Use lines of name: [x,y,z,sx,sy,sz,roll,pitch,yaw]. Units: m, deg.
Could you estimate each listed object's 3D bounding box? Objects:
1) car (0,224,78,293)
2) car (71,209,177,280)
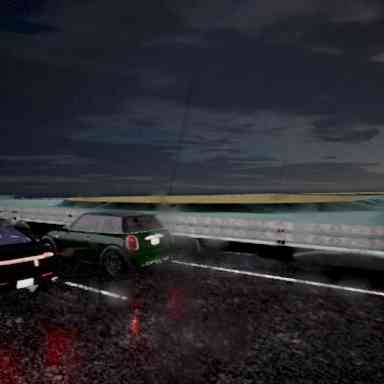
car: [-5.095,1.497,7.648,4.902,1.511,2.128,0,0,36]
car: [-2.726,1.358,10.257,4.553,1.767,2.097,0,0,36]
